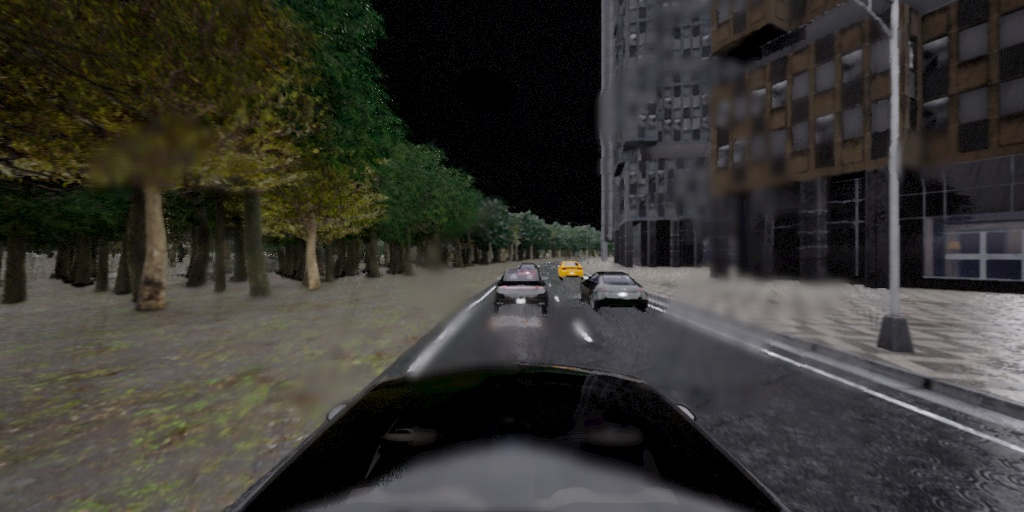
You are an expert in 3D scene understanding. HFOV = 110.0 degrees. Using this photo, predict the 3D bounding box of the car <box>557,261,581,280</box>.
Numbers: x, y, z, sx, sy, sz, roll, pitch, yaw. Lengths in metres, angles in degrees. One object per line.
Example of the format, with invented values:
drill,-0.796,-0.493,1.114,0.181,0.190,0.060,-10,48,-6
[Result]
car,4.975,1.184,30.837,1.882,1.535,5.008,0,0,5

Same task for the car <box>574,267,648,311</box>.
car,3.915,1.299,14.430,1.994,1.385,4.181,0,0,2

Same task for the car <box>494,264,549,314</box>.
car,0.378,1.224,13.827,2.128,1.511,4.902,0,0,2
